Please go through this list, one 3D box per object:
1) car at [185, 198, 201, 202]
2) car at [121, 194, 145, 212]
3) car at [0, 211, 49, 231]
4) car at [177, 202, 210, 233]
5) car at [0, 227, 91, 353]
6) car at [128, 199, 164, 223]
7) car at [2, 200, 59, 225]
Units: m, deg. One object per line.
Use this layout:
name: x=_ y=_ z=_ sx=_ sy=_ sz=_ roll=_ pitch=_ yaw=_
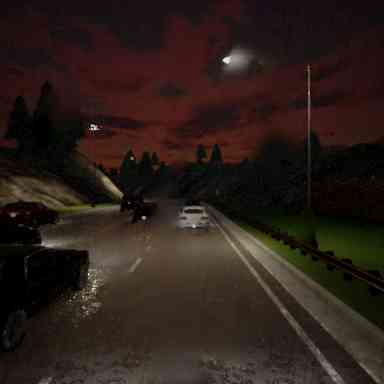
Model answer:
car: x=0.141 y=1.577 z=45.158 sx=1.837 sy=1.490 sz=4.892 roll=0 pitch=0 yaw=0
car: x=-6.843 y=1.284 z=38.916 sx=2.150 sy=2.045 sz=5.566 roll=0 pitch=0 yaw=0
car: x=-6.902 y=1.582 z=11.381 sx=1.994 sy=1.385 sz=4.181 roll=0 pitch=0 yaw=0
car: x=0.106 y=1.557 z=19.958 sx=1.812 sy=1.442 sz=4.674 roll=0 pitch=0 yaw=0
car: x=-3.401 y=1.611 z=6.090 sx=1.895 sy=1.301 sz=4.718 roll=0 pitch=0 yaw=0
car: x=-3.376 y=1.547 z=25.869 sx=1.837 sy=1.490 sz=4.892 roll=0 pitch=0 yaw=0
car: x=-10.398 y=1.385 z=21.487 sx=2.097 sy=1.767 sz=4.553 roll=0 pitch=0 yaw=0
